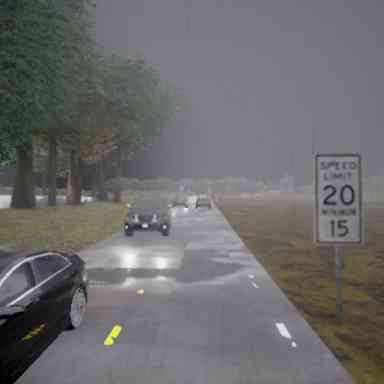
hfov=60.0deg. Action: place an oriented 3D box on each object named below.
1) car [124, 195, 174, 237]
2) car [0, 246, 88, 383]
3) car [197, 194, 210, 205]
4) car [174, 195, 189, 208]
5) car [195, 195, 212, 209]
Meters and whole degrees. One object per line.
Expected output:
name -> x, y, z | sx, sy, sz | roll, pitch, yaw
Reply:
car -> -2.311, 1.223, 18.588 | 2.150, 2.045, 5.566 | 0, 1, -2
car -> -2.790, 1.542, 4.132 | 2.128, 1.511, 4.902 | 1, 0, 1
car -> 1.676, 1.120, 50.265 | 1.882, 1.535, 5.008 | 0, 1, 2
car -> -1.503, 1.239, 43.115 | 1.837, 1.490, 4.892 | 0, 1, 2
car -> 1.349, 1.262, 40.121 | 2.128, 1.511, 4.902 | 0, 1, 2
